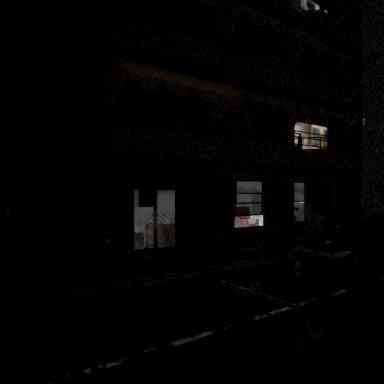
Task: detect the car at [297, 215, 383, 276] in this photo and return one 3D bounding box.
[{"bbox_3d":[5.042,1.582,10.230,4.206,1.307,1.802,0,0,-36],"label":"car"}]

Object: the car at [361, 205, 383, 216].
[{"bbox_3d":[16.822,1.888,32.091,1.895,1.301,4.718,0,-1,-36],"label":"car"}]
